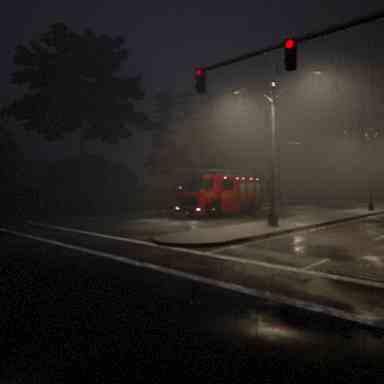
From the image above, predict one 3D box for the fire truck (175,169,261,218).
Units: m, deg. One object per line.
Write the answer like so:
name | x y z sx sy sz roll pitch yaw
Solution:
fire truck | 2.475 0.090 28.192 2.891 3.827 8.468 1 1 43
